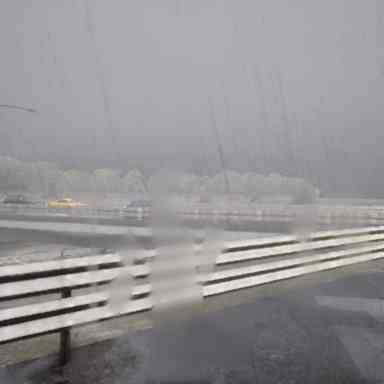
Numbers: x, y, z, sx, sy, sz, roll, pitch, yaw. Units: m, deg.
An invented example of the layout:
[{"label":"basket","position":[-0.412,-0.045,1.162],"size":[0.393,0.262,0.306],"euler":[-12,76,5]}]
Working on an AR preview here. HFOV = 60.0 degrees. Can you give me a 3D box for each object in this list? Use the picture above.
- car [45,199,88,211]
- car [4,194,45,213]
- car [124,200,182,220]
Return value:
[{"label":"car","position":[-14.413,1.567,39.130],"size":[5.008,1.535,1.882],"euler":[1,0,26]},{"label":"car","position":[-18.699,1.238,37.347],"size":[5.566,2.045,2.150],"euler":[0,-1,27]},{"label":"car","position":[-3.110,1.442,26.984],"size":[4.553,1.767,2.097],"euler":[1,-1,17]}]
